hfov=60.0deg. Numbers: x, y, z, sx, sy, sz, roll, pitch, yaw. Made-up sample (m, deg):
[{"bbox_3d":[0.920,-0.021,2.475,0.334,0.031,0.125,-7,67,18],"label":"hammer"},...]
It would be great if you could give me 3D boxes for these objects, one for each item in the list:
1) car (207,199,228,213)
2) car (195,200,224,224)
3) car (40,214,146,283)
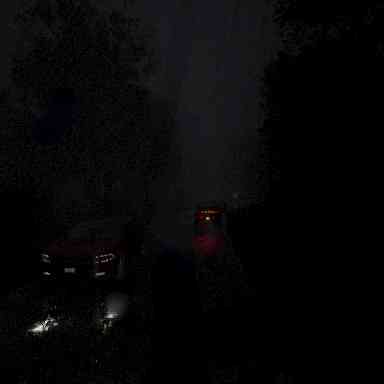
[{"bbox_3d":[3.462,1.763,41.978,2.128,1.511,4.902,0,-1,9],"label":"car"},{"bbox_3d":[1.279,1.557,24.815,1.837,1.490,4.892,0,-1,5],"label":"car"},{"bbox_3d":[-2.618,1.464,9.873,1.882,1.535,5.008,0,0,2],"label":"car"}]
